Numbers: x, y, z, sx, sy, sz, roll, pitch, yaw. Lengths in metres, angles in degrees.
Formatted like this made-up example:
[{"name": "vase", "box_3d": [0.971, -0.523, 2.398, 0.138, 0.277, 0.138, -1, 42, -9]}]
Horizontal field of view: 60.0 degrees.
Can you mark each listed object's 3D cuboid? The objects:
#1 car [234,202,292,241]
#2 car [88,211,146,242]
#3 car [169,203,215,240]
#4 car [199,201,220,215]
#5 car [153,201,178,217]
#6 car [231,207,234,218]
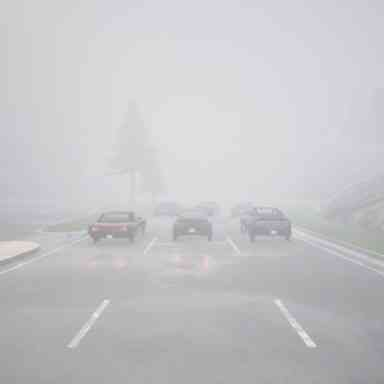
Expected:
[{"name": "car", "box_3d": [3.549, 1.493, 16.626, 2.128, 1.511, 4.902, 0, 0, 1]}, {"name": "car", "box_3d": [-3.461, 1.601, 16.368, 1.895, 1.301, 4.718, 0, 0, 1]}, {"name": "car", "box_3d": [0.060, 1.525, 17.025, 1.812, 1.442, 4.674, 0, 0, 1]}, {"name": "car", "box_3d": [1.388, 1.525, 30.835, 1.812, 1.442, 4.674, 0, 0, 15]}, {"name": "car", "box_3d": [-2.124, 1.564, 31.238, 1.994, 1.385, 4.181, 0, 0, 15]}, {"name": "car", "box_3d": [4.717, 1.564, 29.756, 1.994, 1.385, 4.181, 0, 0, 15]}]
